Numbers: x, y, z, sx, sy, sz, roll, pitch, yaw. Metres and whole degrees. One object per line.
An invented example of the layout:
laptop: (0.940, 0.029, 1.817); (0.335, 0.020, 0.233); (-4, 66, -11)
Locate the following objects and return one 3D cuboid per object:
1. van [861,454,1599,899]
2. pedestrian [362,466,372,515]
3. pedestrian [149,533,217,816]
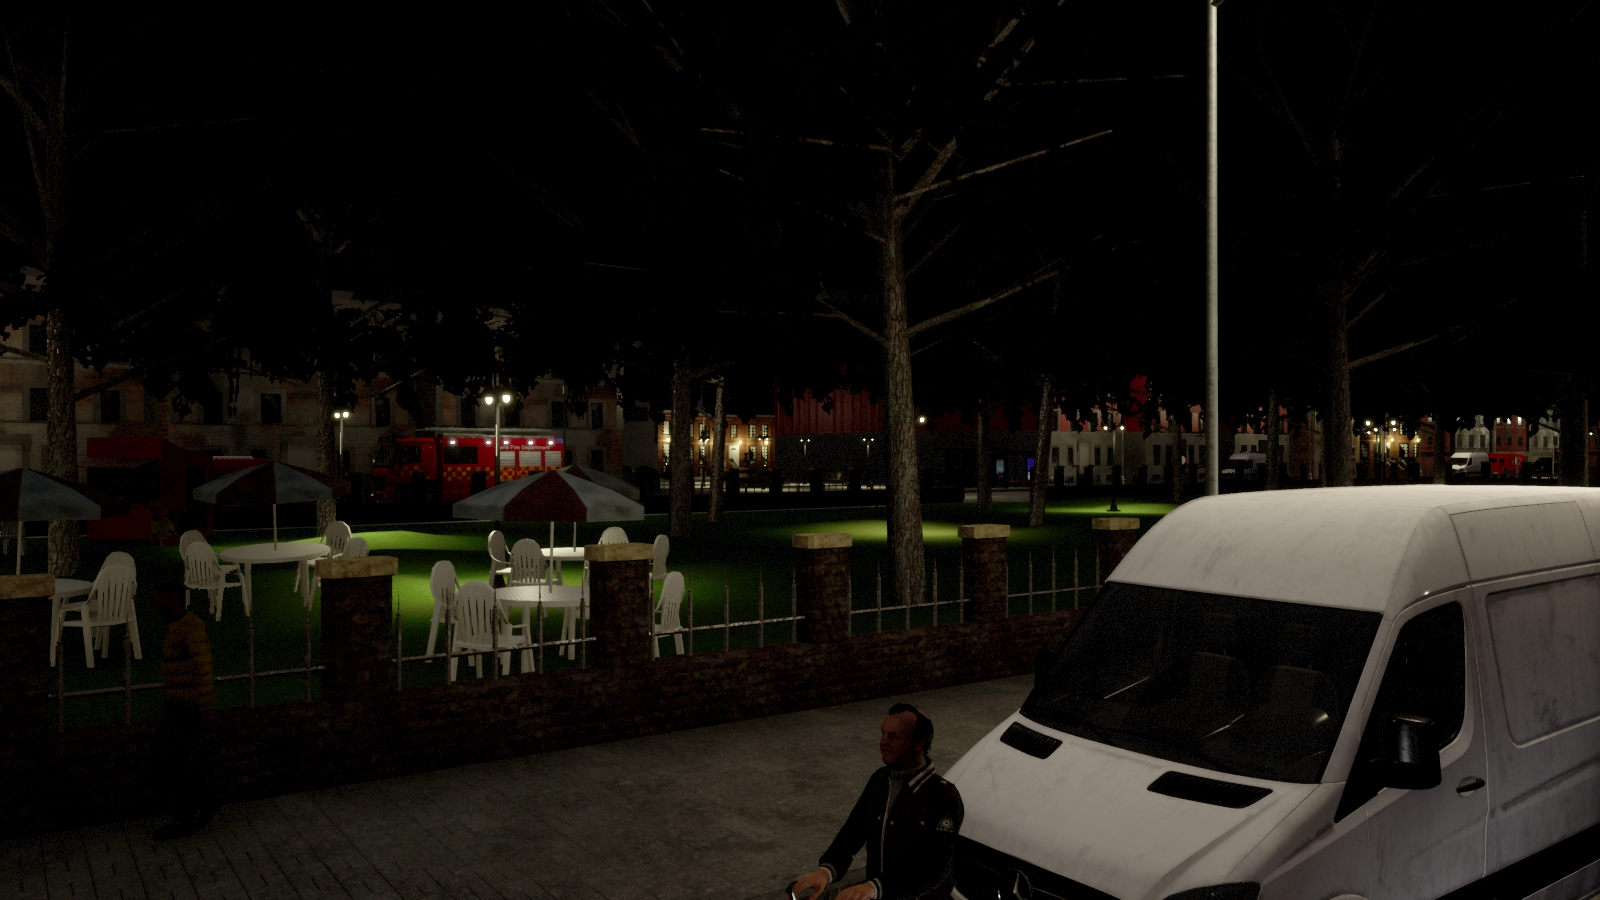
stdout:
van: (3.302, 1.314, 6.746); (5.915, 2.561, 1.988); (0, 0, -35)
pedestrian: (-16.494, 1.525, 43.518); (0.375, 1.860, 0.375); (0, 0, -19)
pedestrian: (-4.278, 1.525, 7.920); (0.375, 1.860, 0.375); (0, 0, -35)
